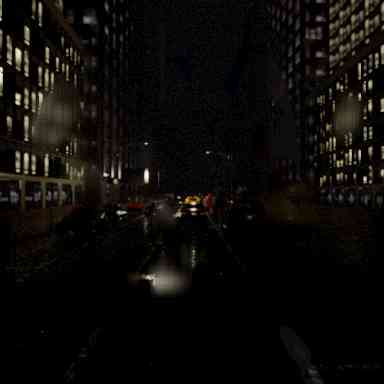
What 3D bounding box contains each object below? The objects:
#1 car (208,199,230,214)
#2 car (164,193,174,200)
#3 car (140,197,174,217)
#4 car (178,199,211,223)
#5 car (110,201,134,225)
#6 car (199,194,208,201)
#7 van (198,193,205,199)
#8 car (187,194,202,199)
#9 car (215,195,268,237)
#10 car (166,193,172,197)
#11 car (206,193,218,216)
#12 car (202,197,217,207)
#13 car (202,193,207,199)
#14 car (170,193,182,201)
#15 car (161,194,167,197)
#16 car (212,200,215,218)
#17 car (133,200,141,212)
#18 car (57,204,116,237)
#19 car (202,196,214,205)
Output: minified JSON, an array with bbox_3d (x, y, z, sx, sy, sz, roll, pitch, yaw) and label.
[{"bbox_3d":[2.688,1.492,34.472,1.947,1.339,4.313,0,0,0],"label":"car"},{"bbox_3d":[-5.700,1.128,84.323,2.192,1.841,5.009,0,0,0],"label":"car"},{"bbox_3d":[-3.106,1.482,30.605,2.033,1.411,5.357,0,0,0],"label":"car"},{"bbox_3d":[0.096,1.495,24.698,2.033,1.411,5.357,0,0,0],"label":"car"},{"bbox_3d":[-5.690,1.501,23.390,2.008,1.369,4.403,0,0,0],"label":"car"},{"bbox_3d":[2.680,1.266,78.786,1.967,1.590,4.097,0,0,0],"label":"car"},{"bbox_3d":[2.678,1.128,95.403,1.690,1.788,3.998,0,0,0],"label":"van"},{"bbox_3d":[0.093,1.382,44.261,1.882,1.535,5.008,0,0,0],"label":"car"},{"bbox_3d":[2.692,1.277,17.853,2.192,1.841,5.009,0,0,0],"label":"car"},{"bbox_3d":[-5.698,1.434,67.706,1.802,1.307,4.206,0,0,0],"label":"car"},{"bbox_3d":[2.690,1.253,28.932,2.192,1.841,5.009,0,0,0],"label":"car"},{"bbox_3d":[2.685,1.440,51.090,2.008,1.369,4.403,0,0,0],"label":"car"},{"bbox_3d":[2.688,1.229,40.011,2.192,1.841,5.009,0,0,0],"label":"car"},{"bbox_3d":[-3.013,1.313,71.235,2.033,1.411,5.357,0,0,0],"label":"car"},{"bbox_3d":[-5.696,1.459,56.627,1.802,1.307,4.206,0,0,0],"label":"car"},{"bbox_3d":[2.690,1.495,23.393,1.887,1.381,4.507,0,0,0],"label":"car"},{"bbox_3d":[-5.692,1.508,34.470,1.802,1.307,4.206,0,0,0],"label":"car"},{"bbox_3d":[-5.690,1.528,17.852,1.947,1.339,4.313,0,0,0],"label":"car"},{"bbox_3d":[2.684,1.402,56.799,1.752,1.417,4.829,0,0,0],"label":"car"}]
